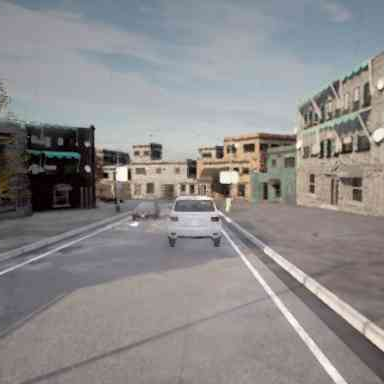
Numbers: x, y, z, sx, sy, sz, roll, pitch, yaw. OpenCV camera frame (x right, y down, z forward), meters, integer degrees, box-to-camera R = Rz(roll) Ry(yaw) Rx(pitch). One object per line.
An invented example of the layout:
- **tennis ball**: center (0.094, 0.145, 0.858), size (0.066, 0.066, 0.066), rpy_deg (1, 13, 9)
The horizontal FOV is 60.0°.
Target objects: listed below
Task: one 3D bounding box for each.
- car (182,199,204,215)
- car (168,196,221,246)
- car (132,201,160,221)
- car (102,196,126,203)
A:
- **car**: center (0.107, 1.460, 34.271), size (2.033, 1.411, 5.357), rpy_deg (0, 0, 0)
- **car**: center (0.114, 1.205, 15.338), size (2.150, 2.045, 5.566), rpy_deg (0, 0, 0)
- **car**: center (-3.594, 1.479, 26.730), size (1.812, 1.442, 4.674), rpy_deg (0, 0, 0)
- **car**: center (-15.515, 1.478, 66.547), size (4.718, 1.301, 1.895), rpy_deg (-1, 2, 26)
